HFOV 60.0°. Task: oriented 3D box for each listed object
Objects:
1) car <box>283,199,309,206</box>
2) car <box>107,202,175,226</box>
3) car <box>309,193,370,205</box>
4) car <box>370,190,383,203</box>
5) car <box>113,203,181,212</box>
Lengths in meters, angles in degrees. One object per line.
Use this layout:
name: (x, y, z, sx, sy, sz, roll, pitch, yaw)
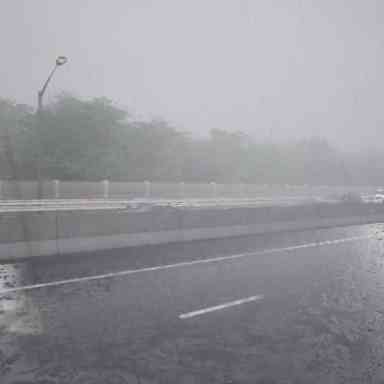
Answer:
car: (11.286, 1.417, 33.270, 5.357, 1.411, 2.033, 0, 0, -35)
car: (-3.462, 1.435, 22.947, 4.181, 1.385, 1.994, 0, 0, -35)
car: (13.624, 1.114, 30.636, 5.566, 2.045, 2.150, 0, 0, -35)
car: (24.057, 0.741, 42.137, 5.566, 2.045, 2.150, 0, 0, -35)
car: (-2.281, 1.440, 19.508, 5.357, 1.411, 2.033, 0, 0, -35)
